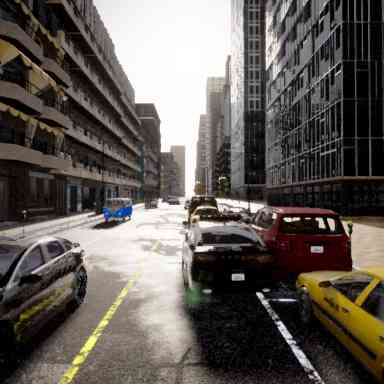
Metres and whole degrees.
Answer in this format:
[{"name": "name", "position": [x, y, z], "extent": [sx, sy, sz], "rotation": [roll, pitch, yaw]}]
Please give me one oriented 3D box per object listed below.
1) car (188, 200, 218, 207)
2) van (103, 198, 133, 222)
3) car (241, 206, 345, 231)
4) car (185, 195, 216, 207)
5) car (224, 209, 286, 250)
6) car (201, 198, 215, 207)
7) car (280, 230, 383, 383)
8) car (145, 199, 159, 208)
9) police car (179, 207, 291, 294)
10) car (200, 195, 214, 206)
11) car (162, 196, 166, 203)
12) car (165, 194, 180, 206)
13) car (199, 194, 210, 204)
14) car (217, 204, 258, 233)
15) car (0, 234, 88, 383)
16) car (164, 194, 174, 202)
[{"name": "car", "position": [0.810, 1.468, 19.086], "extent": [1.801, 1.575, 5.366], "rotation": [0, 0, 0]}, {"name": "van", "position": [-5.734, 1.362, 26.096], "extent": [1.690, 1.788, 3.998], "rotation": [1, 0, 0]}, {"name": "car", "position": [2.684, 1.320, 9.545], "extent": [2.192, 1.841, 5.009], "rotation": [1, 0, 0]}, {"name": "car", "position": [0.772, 1.241, 24.948], "extent": [2.150, 2.045, 5.566], "rotation": [0, 0, -1]}, {"name": "car", "position": [2.668, 1.574, 15.067], "extent": [1.947, 1.339, 4.313], "rotation": [1, 0, 0]}, {"name": "car", "position": [2.579, 1.647, 53.727], "extent": [1.947, 1.339, 4.313], "rotation": [1, 0, 0]}, {"name": "car", "position": [2.693, 1.527, 4.193], "extent": [1.752, 1.417, 4.829], "rotation": [1, 0, 0]}, {"name": "car", "position": [-5.789, 1.648, 48.186], "extent": [1.802, 1.307, 4.206], "rotation": [1, 0, 0]}, {"name": "police car", "position": [0.718, 1.429, 8.957], "extent": [1.930, 1.638, 5.238], "rotation": [0, 0, -4]}, {"name": "car", "position": [2.570, 1.412, 59.251], "extent": [2.192, 1.841, 5.009], "rotation": [1, 0, 0]}, {"name": "car", "position": [-5.851, 1.697, 75.800], "extent": [1.887, 1.381, 4.507], "rotation": [1, 0, 0]}, {"name": "car", "position": [-3.133, 1.573, 58.759], "extent": [1.882, 1.535, 5.008], "rotation": [0, 0, 0]}, {"name": "car", "position": [2.544, 1.447, 70.297], "extent": [2.192, 1.841, 5.009], "rotation": [1, 0, 0]}, {"name": "car", "position": [2.655, 1.558, 20.591], "extent": [1.887, 1.381, 4.507], "rotation": [1, 0, 0]}, {"name": "car", "position": [-3.113, 1.494, 5.231], "extent": [2.128, 1.511, 4.902], "rotation": [0, 0, 0]}, {"name": "car", "position": [-5.874, 1.514, 86.847], "extent": [2.192, 1.841, 5.009], "rotation": [1, 0, 0]}]
